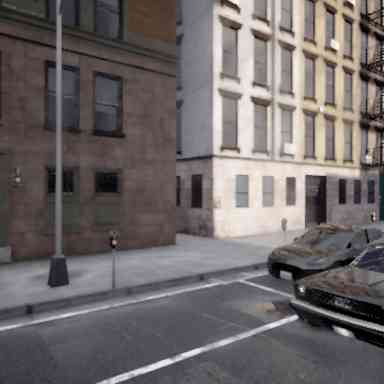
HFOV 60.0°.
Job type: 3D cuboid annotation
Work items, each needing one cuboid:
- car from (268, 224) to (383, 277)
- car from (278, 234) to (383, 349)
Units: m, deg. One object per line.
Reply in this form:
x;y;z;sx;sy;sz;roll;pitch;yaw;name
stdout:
3.970;1.576;9.052;4.313;1.339;1.947;0;0;-36;car
3.867;1.608;5.851;4.718;1.301;1.895;0;0;-36;car
